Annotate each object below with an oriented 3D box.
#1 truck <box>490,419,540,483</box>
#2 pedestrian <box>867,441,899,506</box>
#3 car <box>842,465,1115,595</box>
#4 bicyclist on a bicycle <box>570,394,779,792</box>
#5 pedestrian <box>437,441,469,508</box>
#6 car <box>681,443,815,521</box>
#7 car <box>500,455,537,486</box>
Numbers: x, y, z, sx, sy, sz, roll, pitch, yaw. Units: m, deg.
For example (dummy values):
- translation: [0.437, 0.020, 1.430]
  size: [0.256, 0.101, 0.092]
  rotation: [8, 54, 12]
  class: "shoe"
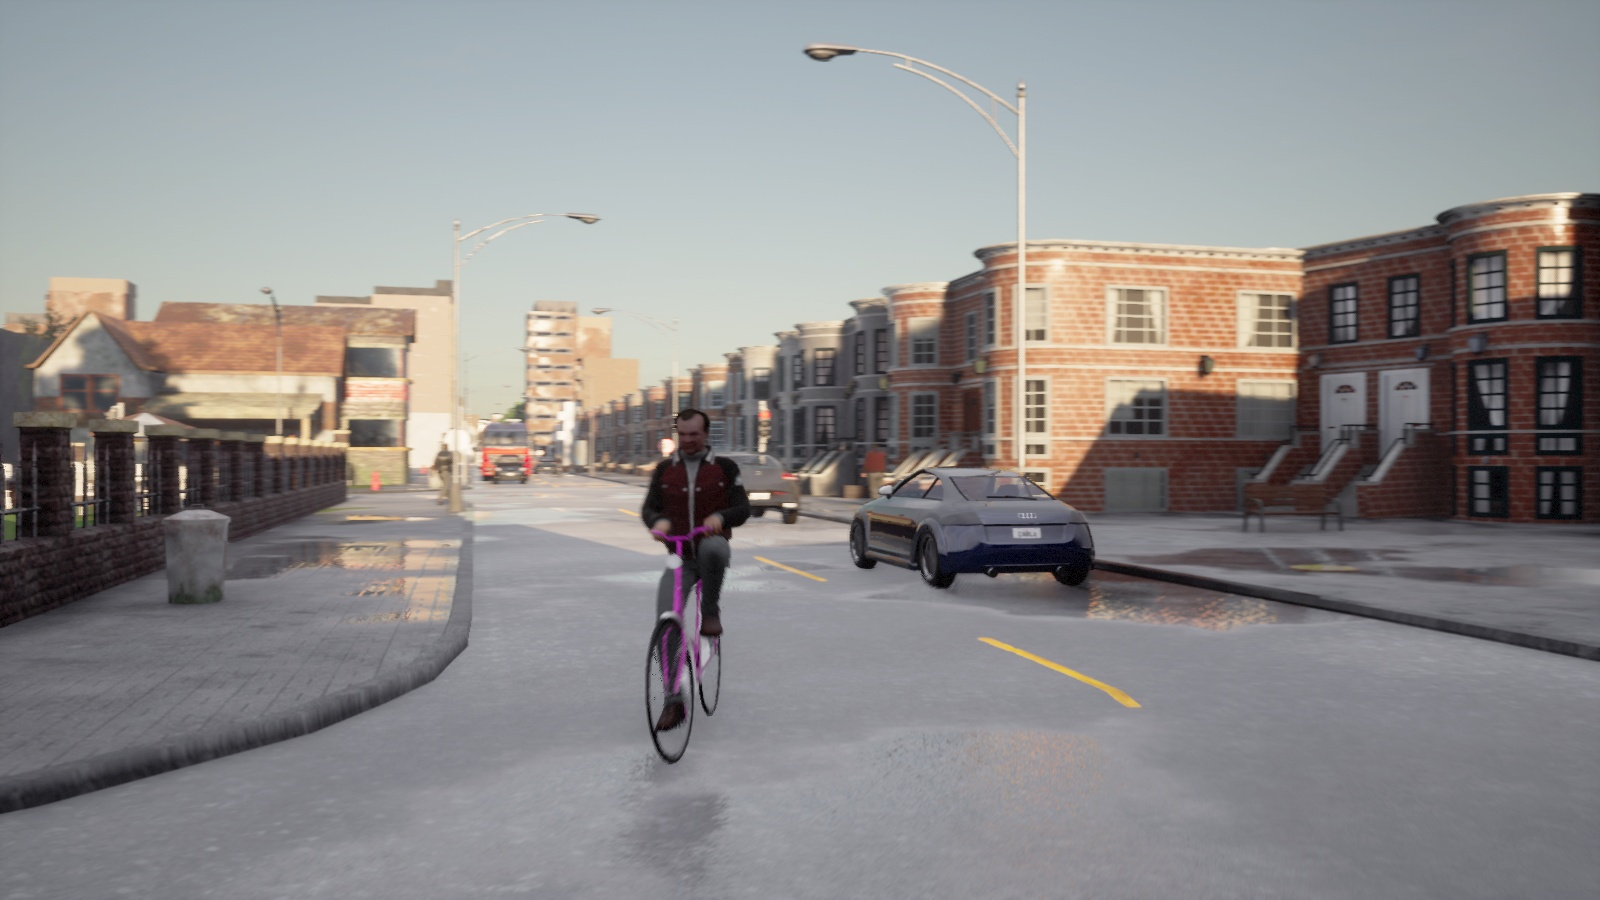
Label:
- translation: [-18.018, 0.095, 78.983]
  size: [2.891, 3.827, 8.468]
  rotation: [0, 0, -14]
  class: "truck"
- translation: [2.361, 0.658, 35.808]
  size: [0.634, 1.844, 0.899]
  rotation: [0, 0, -15]
  class: "pedestrian"
- translation: [2.069, 0.896, 15.910]
  size: [1.994, 1.385, 4.181]
  rotation: [0, 0, -14]
  class: "car"
- translation: [-0.584, 0.657, 6.557]
  size: [0.659, 1.776, 1.843]
  rotation: [-2, -1, 6]
  class: "bicyclist on a bicycle"
- translation: [-9.908, 0.693, 35.869]
  size: [0.563, 1.883, 0.849]
  rotation: [0, 0, 13]
  class: "pedestrian"
- translation: [-1.317, 0.699, 29.243]
  size: [2.152, 1.651, 5.027]
  rotation: [0, 0, -14]
  class: "car"
- translation: [-15.481, 1.092, 68.950]
  size: [1.851, 1.617, 3.988]
  rotation: [0, 0, -14]
  class: "car"
